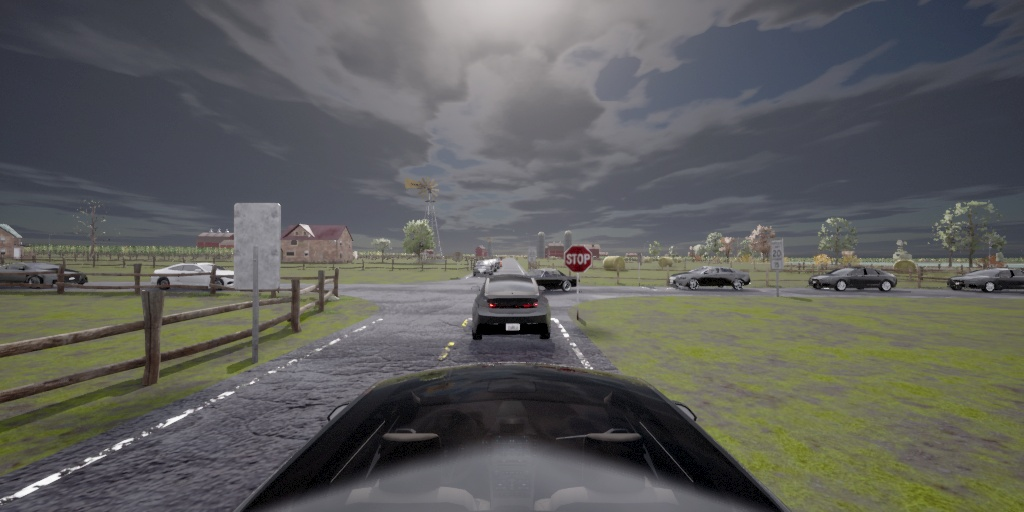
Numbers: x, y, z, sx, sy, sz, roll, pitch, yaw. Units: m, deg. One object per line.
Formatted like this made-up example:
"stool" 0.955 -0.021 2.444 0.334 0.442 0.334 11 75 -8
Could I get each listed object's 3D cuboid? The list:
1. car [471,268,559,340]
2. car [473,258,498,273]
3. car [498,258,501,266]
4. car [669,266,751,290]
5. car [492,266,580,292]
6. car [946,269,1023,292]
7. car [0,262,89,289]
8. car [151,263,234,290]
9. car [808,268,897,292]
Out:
"car" -0.079 1.256 10.006 1.837 1.490 4.892 0 0 -2
"car" -2.882 1.243 36.691 2.128 1.511 4.902 0 0 0
"car" -2.880 1.241 46.136 2.128 1.511 4.902 0 0 0
"car" 12.785 1.396 23.289 4.902 1.511 2.128 1 -1 -2
"car" 1.488 1.369 20.053 4.718 1.301 1.895 1 0 -35
"car" 31.689 1.587 23.593 4.892 1.490 1.837 1 -1 -1
"car" -26.375 1.048 19.823 4.181 1.385 1.994 1 -1 -1
"car" -17.255 1.104 19.951 4.674 1.442 1.812 1 -1 -1
"car" 22.186 1.499 23.466 4.892 1.490 1.837 1 -1 -1
